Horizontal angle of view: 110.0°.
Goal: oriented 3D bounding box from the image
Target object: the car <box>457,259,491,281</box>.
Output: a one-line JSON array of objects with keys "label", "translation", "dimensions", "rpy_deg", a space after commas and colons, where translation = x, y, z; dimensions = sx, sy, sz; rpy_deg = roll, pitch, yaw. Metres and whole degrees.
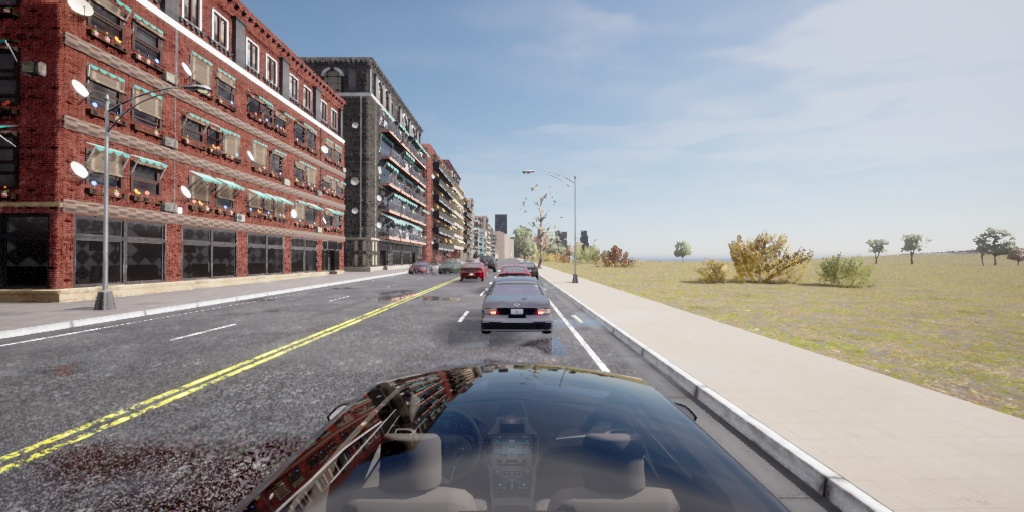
[{"label": "car", "translation": [-3.079, 1.231, 29.780], "dimensions": [1.882, 1.535, 5.008], "rpy_deg": [0, 0, 0]}]

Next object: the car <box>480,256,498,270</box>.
[{"label": "car", "translation": [-3.036, 0.974, 45.252], "dimensions": [2.150, 2.045, 5.566], "rpy_deg": [0, 0, 0]}]

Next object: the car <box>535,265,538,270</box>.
[{"label": "car", "translation": [1.210, 1.232, 30.573], "dimensions": [1.882, 1.535, 5.008], "rpy_deg": [0, 0, 0]}]

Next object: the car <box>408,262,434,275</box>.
[{"label": "car", "translation": [-9.756, 1.317, 38.718], "dimensions": [1.994, 1.385, 4.181], "rpy_deg": [0, 0, 0]}]

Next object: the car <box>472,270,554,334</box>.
[{"label": "car", "translation": [0.121, 1.299, 10.596], "dimensions": [2.033, 1.411, 5.357], "rpy_deg": [0, 0, 0]}]

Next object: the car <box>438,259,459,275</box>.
[{"label": "car", "translation": [-6.508, 1.106, 38.375], "dimensions": [2.097, 1.767, 4.553], "rpy_deg": [0, 0, 0]}]

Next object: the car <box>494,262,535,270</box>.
[{"label": "car", "translation": [0.151, 1.231, 21.136], "dimensions": [1.882, 1.535, 5.008], "rpy_deg": [0, 0, 0]}]
